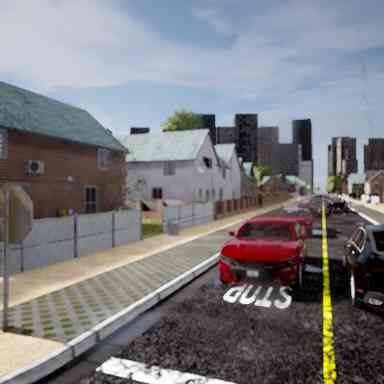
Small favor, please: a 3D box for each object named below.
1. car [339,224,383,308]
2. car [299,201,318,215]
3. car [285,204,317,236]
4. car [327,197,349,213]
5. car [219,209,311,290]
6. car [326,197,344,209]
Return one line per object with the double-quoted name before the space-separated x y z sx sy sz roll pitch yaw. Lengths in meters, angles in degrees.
"car" 4.512 1.487 7.496 1.837 1.490 4.892 0 0 21
"car" 10.744 1.548 31.058 1.895 1.301 4.718 0 0 22
"car" 5.739 1.571 18.382 1.895 1.301 4.718 0 0 21
"car" 15.499 1.423 35.287 2.128 1.511 4.902 0 0 22
"car" 2.206 1.466 9.417 1.882 1.535 5.008 0 0 21
"car" 19.257 1.405 44.950 2.128 1.511 4.902 0 0 22
